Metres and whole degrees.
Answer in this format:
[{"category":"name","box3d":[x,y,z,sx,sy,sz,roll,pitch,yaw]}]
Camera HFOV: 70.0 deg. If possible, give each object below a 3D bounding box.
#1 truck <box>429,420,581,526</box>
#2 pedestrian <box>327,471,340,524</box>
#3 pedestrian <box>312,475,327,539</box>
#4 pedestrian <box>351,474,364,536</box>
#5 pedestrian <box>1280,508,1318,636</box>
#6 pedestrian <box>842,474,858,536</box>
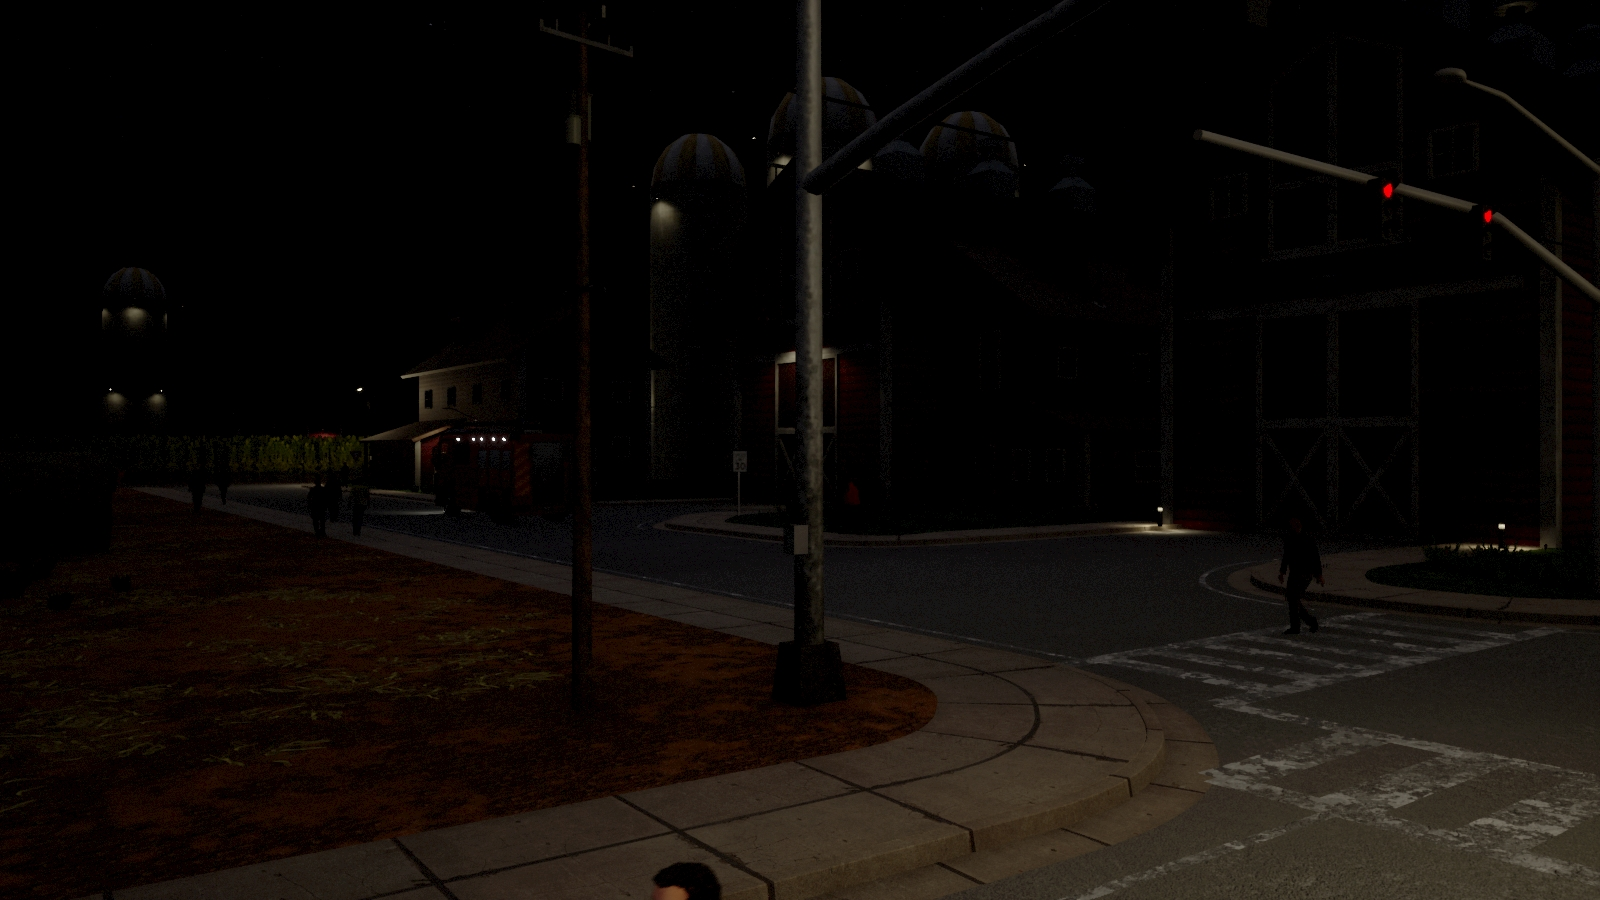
[{"category":"truck","box3d":[-11.915,0.800,45.471,2.891,3.827,8.468,-1,1,-36]},{"category":"pedestrian","box3d":[-16.530,1.664,40.497,0.375,1.860,0.375,0,0,-27]},{"category":"pedestrian","box3d":[-14.099,1.666,33.515,0.375,1.860,0.375,0,0,-29]},{"category":"pedestrian","box3d":[-13.383,1.665,34.549,0.375,1.860,0.375,0,0,-23]},{"category":"pedestrian","box3d":[7.443,1.813,17.047,0.375,1.860,0.375,0,0,-19]},{"category":"pedestrian","box3d":[1.520,1.655,34.652,0.375,1.860,0.375,0,0,27]}]
